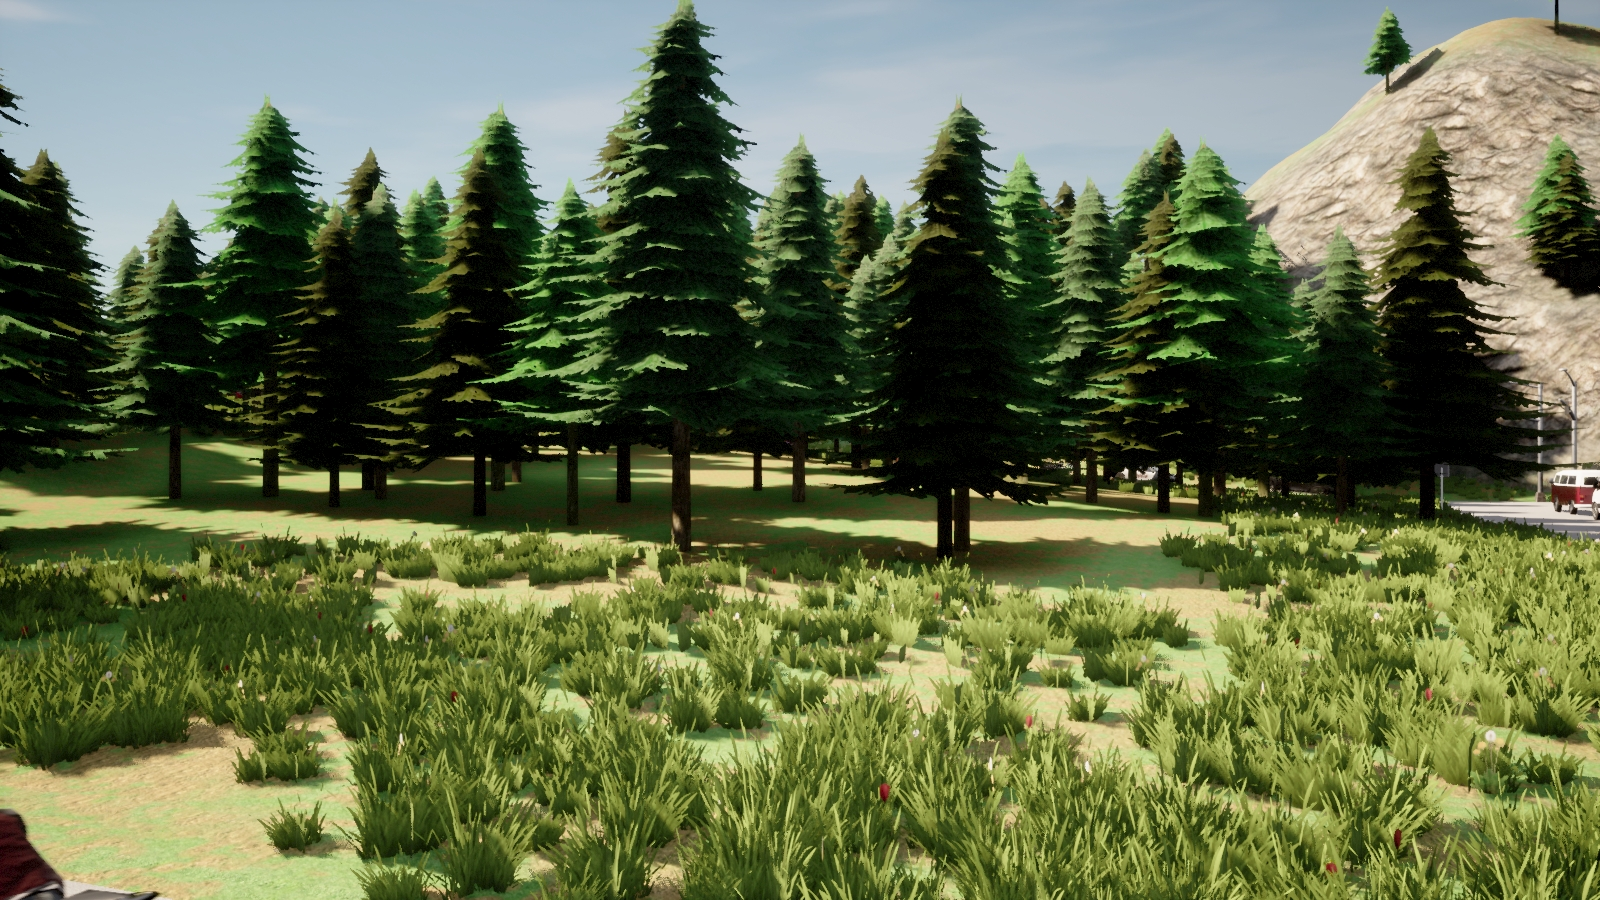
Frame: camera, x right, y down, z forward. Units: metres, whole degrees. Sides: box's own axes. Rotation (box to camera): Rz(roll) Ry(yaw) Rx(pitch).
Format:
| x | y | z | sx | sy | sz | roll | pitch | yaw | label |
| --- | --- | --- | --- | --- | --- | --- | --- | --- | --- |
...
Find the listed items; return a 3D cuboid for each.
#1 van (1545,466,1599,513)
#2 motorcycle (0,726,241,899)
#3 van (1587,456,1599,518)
| x | y | z | sx | sy | sz | roll | pitch | yaw | label |
| --- | --- | --- | --- | --- | --- | --- | --- | --- | --- |
| 36.159 | 1.782 | 52.642 | 2.069 | 2.038 | 4.480 | 0 | 0 | 20 | van |
| -3.447 | 1.961 | 4.587 | 2.209 | 1.460 | 0.867 | 0 | 0 | 20 | motorcycle |
| 33.726 | 1.534 | 45.978 | 1.988 | 2.561 | 5.915 | 0 | 0 | 20 | van |
